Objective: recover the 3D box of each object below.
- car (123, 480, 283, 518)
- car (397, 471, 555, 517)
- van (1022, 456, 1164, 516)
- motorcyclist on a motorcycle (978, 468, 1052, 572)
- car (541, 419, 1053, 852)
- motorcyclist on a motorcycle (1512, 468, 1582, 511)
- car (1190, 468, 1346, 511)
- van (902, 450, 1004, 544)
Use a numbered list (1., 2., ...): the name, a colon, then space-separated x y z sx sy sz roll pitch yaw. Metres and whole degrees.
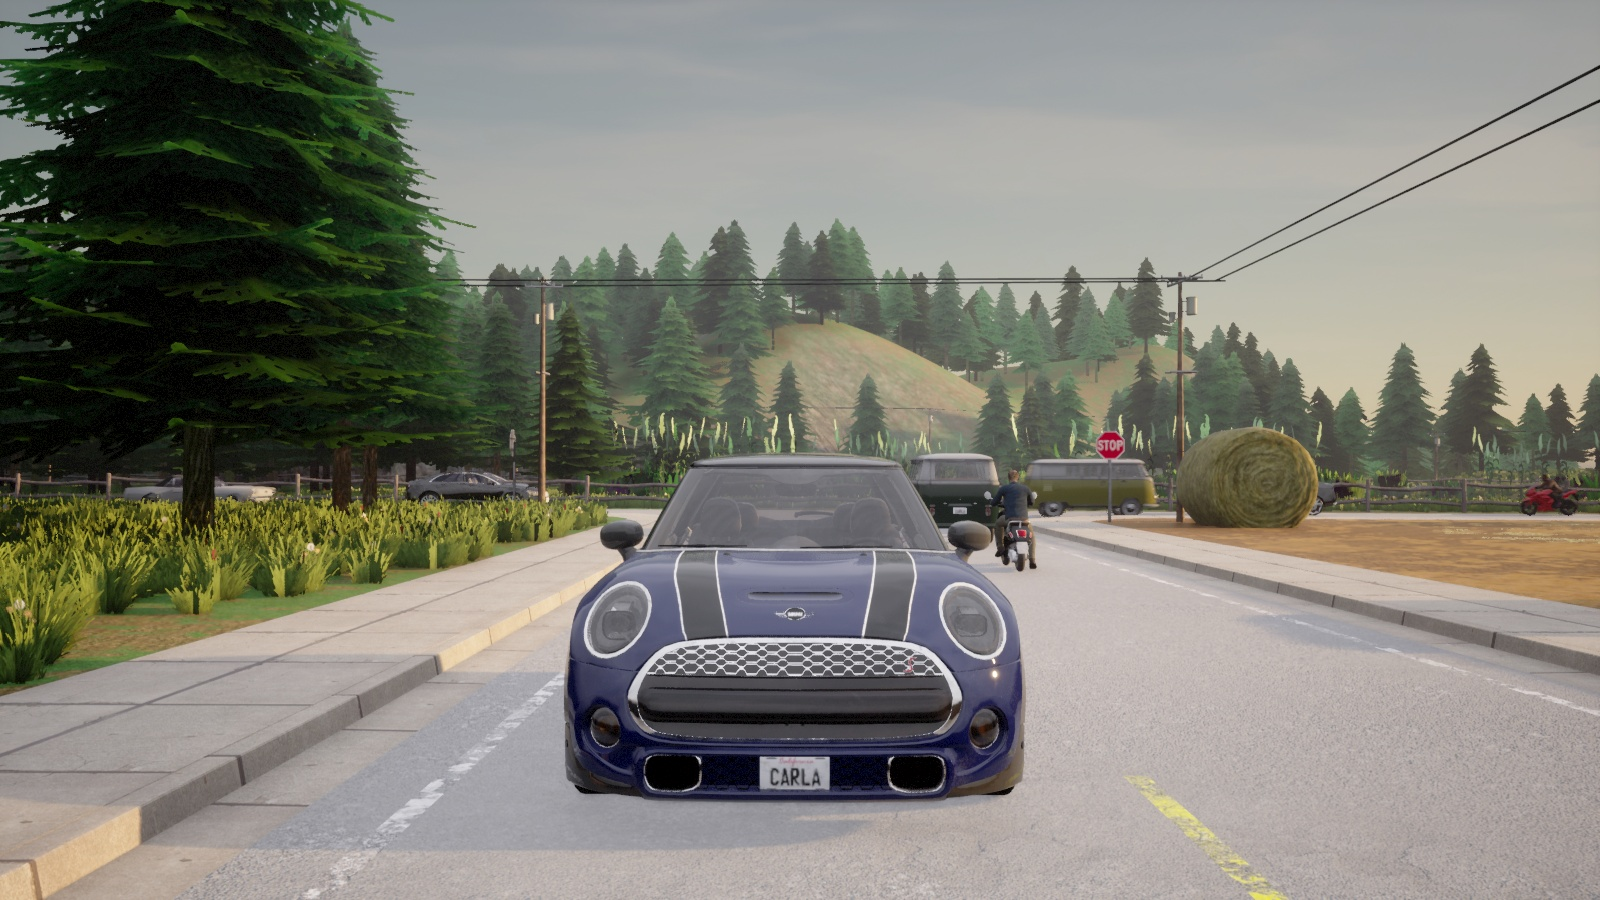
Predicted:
1. car: -20.888 1.701 44.039 4.718 1.301 1.895 0 -1 2
2. car: -11.184 1.512 43.634 4.902 1.511 2.128 0 -1 3
3. van: 9.906 1.209 42.668 4.442 1.987 1.775 0 -1 3
4. motorcyclist on a motorcycle: 3.447 1.093 20.245 0.866 1.590 1.817 0 -1 0
5. car: -0.021 0.798 7.441 2.097 1.767 4.553 0 -1 0
6. motorcyclist on a motorcycle: 26.984 1.414 45.383 2.044 1.523 0.797 0 -1 3
7. car: 17.010 1.436 45.842 4.902 1.511 2.128 0 -1 3
8. van: 3.424 1.038 28.899 1.775 1.987 4.442 0 -1 0
